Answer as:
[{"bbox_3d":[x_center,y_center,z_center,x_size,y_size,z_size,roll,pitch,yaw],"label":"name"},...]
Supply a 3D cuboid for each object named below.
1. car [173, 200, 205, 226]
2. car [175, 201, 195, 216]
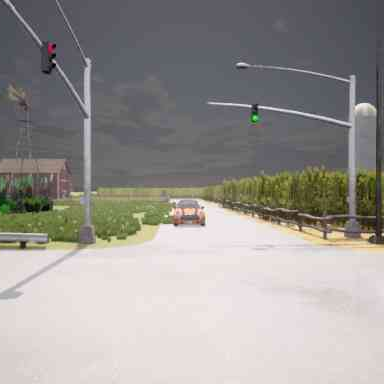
[{"bbox_3d":[-0.241,1.387,23.721,2.097,1.767,4.553,0,0,-3],"label":"car"},{"bbox_3d":[-0.731,1.636,33.952,1.895,1.301,4.718,0,0,-3],"label":"car"}]
